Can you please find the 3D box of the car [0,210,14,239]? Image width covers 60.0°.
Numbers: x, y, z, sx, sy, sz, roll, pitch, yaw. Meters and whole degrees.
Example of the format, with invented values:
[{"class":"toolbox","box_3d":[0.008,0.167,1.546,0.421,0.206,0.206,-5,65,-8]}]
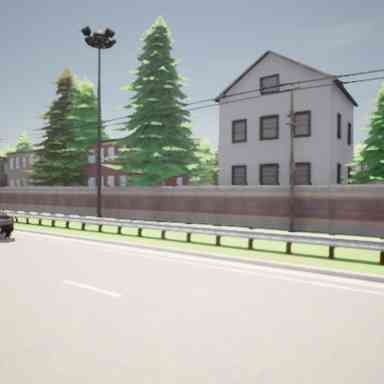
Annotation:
[{"class":"car","box_3d":[-10.243,1.409,15.595,4.902,1.511,2.128,0,0,36]}]
